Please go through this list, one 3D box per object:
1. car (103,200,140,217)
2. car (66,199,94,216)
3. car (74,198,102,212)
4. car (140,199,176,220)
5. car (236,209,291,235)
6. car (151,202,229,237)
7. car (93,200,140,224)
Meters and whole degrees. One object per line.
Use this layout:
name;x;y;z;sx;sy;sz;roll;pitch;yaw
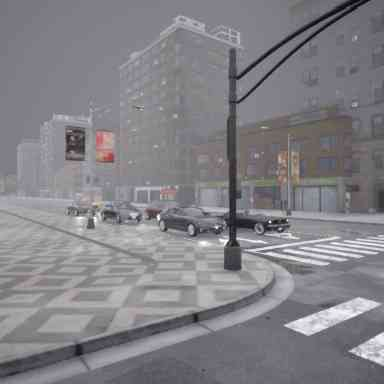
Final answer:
car;-7.306;1.618;34.057;1.837;1.490;4.892;0;0;-36
car;-11.529;1.626;34.344;1.837;1.490;4.892;0;0;-36
car;-13.344;1.619;42.411;1.882;1.535;5.008;0;0;-36
car;-1.964;1.434;26.712;2.097;1.767;4.553;0;0;-36
car;3.363;1.647;19.388;1.895;1.301;4.718;0;0;-36
car;-0.181;1.558;18.728;1.837;1.490;4.892;0;0;-36
car;-5.679;1.581;26.286;2.128;1.511;4.902;0;0;-36
